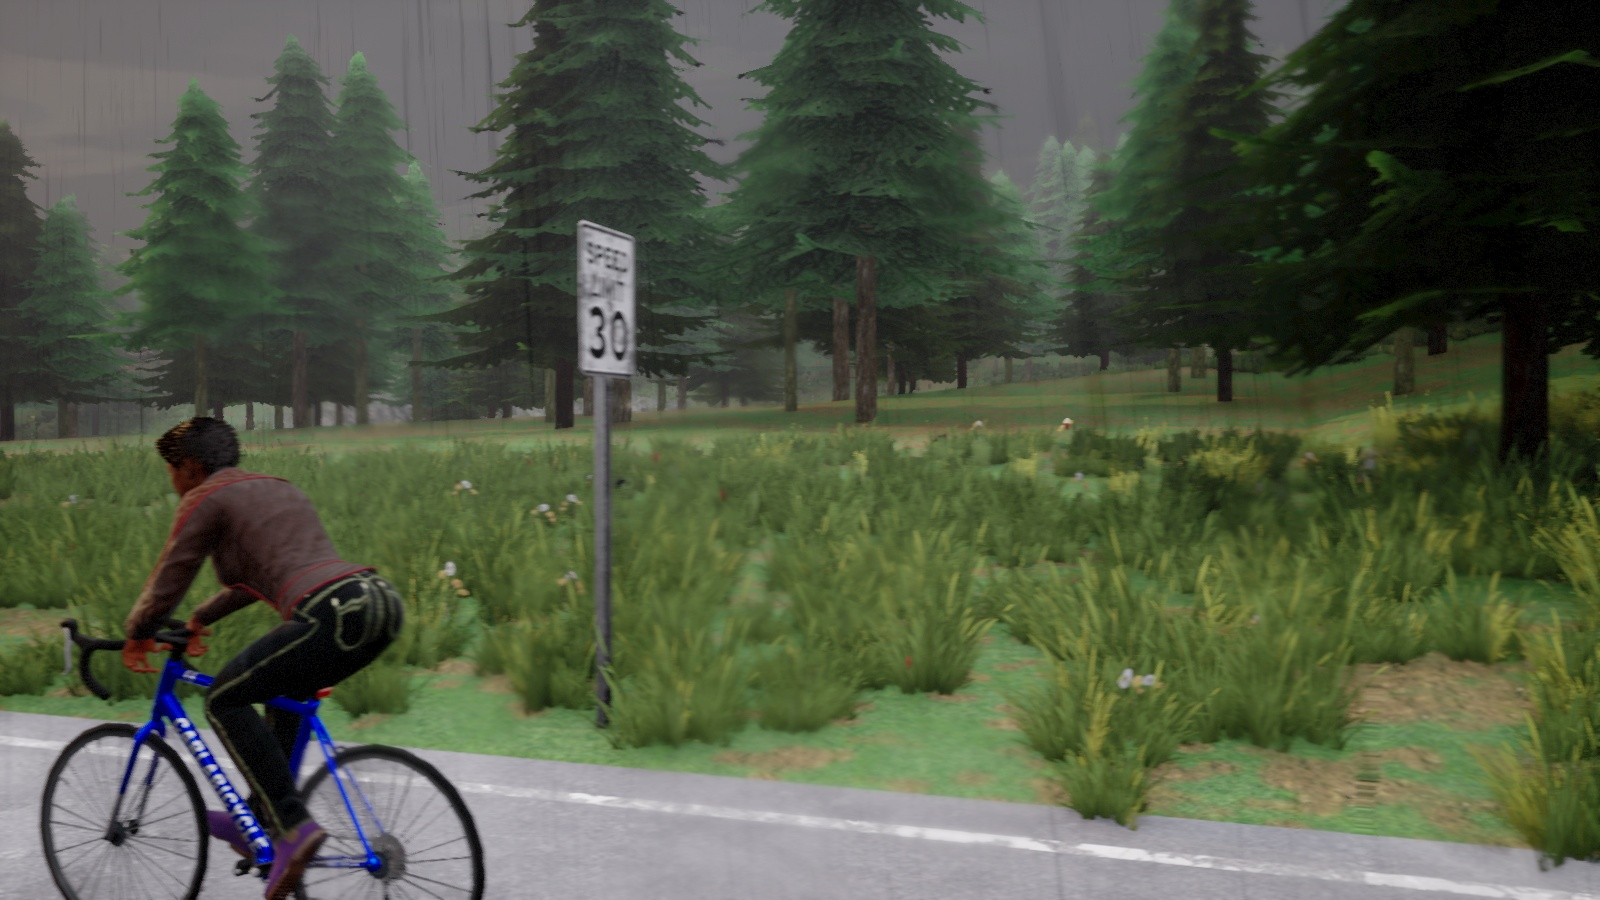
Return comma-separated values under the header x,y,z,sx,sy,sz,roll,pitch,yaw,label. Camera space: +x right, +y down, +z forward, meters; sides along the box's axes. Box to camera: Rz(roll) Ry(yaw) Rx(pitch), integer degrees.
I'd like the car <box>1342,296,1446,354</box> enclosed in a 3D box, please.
x,y,z,sx,sy,sz,roll,pitch,yaw,label
25.794,-5.381,54.659,1.905,1.878,3.866,0,-4,-16,car

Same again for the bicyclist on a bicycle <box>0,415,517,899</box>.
x,y,z,sx,sy,sz,roll,pitch,yaw,label
-1.733,0.712,3.776,1.656,1.620,0.582,0,1,19,bicyclist on a bicycle
